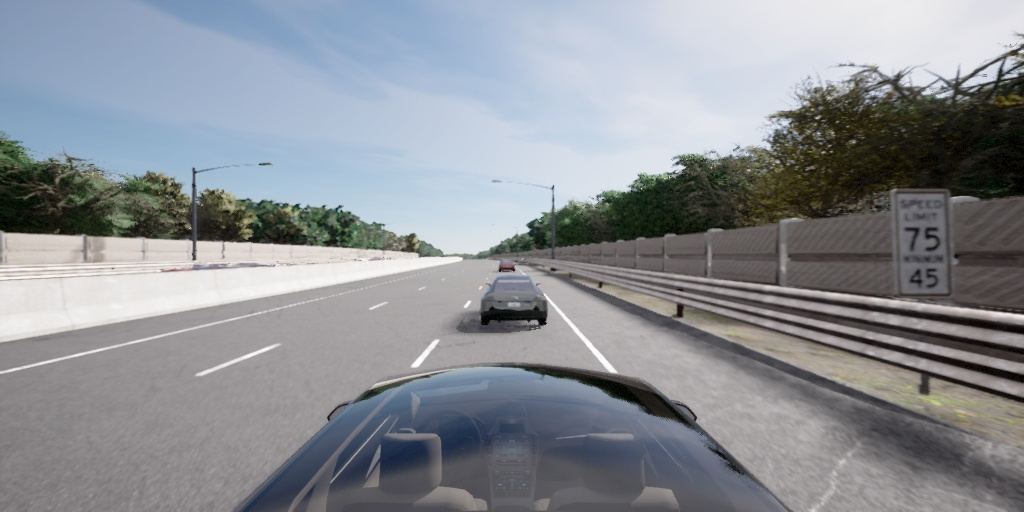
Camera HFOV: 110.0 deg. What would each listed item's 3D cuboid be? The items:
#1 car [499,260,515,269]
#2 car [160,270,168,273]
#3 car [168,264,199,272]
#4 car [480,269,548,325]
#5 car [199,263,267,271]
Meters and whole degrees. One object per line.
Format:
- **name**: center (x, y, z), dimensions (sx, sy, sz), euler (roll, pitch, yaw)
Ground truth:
- **car**: center (-0.645, 1.121, 44.001), dimensions (1.994, 1.385, 4.181), euler (0, 0, -2)
- **car**: center (-24.901, 1.257, 28.395), dimensions (1.895, 1.301, 4.718), euler (0, 0, -1)
- **car**: center (-21.343, 1.242, 25.535), dimensions (1.994, 1.385, 4.181), euler (0, 0, -1)
- **car**: center (0.046, 1.304, 11.871), dimensions (1.994, 1.385, 4.181), euler (0, 0, 0)
- **car**: center (-17.812, 1.215, 23.926), dimensions (1.812, 1.442, 4.674), euler (0, 0, -1)
